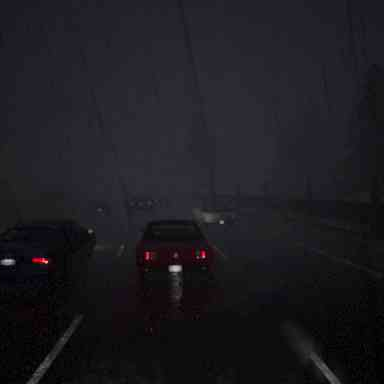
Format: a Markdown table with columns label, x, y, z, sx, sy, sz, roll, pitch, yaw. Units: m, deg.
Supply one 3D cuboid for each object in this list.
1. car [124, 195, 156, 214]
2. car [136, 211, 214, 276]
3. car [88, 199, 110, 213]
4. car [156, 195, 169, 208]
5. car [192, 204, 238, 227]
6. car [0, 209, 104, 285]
| label | x | y | z | sx | sy | sz | roll | pitch | yaw |
| --- | --- | --- | --- | --- | --- | --- | --- | --- | --- |
| car | -5.077 | 1.028 | 30.984 | 2.097 | 1.767 | 4.553 | 0 | 1 | -17 |
| car | -0.620 | 1.492 | 10.051 | 1.895 | 1.301 | 4.718 | 0 | 1 | -6 |
| car | -8.965 | 1.276 | 31.845 | 1.895 | 1.301 | 4.718 | 0 | 1 | -18 |
| car | -3.949 | 1.120 | 38.322 | 1.812 | 1.442 | 4.674 | 0 | 1 | -21 |
| car | 1.240 | 1.374 | 20.736 | 1.895 | 1.301 | 4.718 | 0 | 1 | -11 |
| car | -4.014 | 1.455 | 9.291 | 2.033 | 1.411 | 5.357 | 0 | 1 | -6 |
